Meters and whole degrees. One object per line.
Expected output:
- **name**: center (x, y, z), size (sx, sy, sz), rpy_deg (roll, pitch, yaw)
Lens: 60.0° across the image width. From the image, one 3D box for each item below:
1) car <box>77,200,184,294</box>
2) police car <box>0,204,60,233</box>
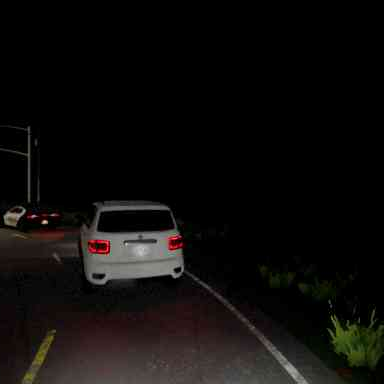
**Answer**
- **car**: center (-1.909, 1.223, 9.145), size (2.150, 2.045, 5.566), rpy_deg (0, 0, -19)
- **police car**: center (-10.035, 1.509, 20.093), size (4.974, 1.542, 2.038), rpy_deg (0, 0, 40)
